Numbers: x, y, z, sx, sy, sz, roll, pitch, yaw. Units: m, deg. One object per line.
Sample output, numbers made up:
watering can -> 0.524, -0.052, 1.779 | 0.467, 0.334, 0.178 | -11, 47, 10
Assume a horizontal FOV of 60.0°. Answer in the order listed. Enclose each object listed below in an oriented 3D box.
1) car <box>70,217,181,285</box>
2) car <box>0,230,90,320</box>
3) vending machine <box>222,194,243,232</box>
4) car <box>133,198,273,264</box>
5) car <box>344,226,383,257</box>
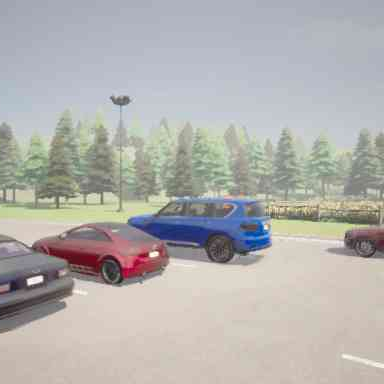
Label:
car -> -2.693, 1.562, 9.498 | 4.181, 1.385, 1.994 | 0, 0, 30
car -> -4.856, 1.545, 6.855 | 5.357, 1.411, 2.033 | 0, 0, 29
vending machine -> 2.376, 1.192, 19.450 | 0.880, 2.100, 1.100 | 0, 0, 30
car -> 0.079, 1.221, 12.003 | 5.566, 2.045, 2.150 | 0, 0, 31
car -> 7.691, 1.526, 11.218 | 4.674, 1.442, 1.812 | 0, 0, 35
